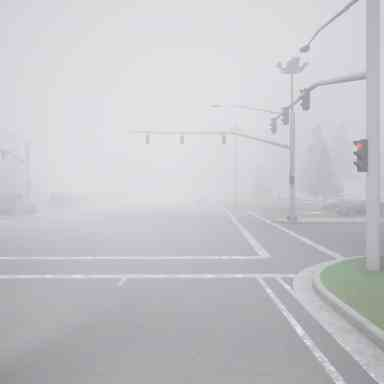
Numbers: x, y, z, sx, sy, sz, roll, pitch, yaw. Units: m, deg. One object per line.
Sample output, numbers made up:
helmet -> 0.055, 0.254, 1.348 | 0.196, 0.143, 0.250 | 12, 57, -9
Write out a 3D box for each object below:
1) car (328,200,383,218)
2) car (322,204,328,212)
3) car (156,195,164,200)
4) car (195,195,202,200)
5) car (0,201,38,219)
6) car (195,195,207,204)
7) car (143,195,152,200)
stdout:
car -> 15.049, 1.492, 29.183 | 4.902, 1.511, 2.128 | 0, 0, -1
car -> 16.429, 1.564, 36.202 | 4.181, 1.385, 1.994 | 0, 0, -1
car -> -8.686, 1.595, 91.675 | 1.895, 1.301, 4.718 | 0, 0, 0
car -> 1.816, 1.595, 92.250 | 1.895, 1.301, 4.718 | 0, 0, 0
car -> -15.941, 1.491, 28.807 | 4.902, 1.511, 2.128 | 0, 0, -1
car -> 1.787, 1.525, 61.780 | 1.812, 1.442, 4.674 | 0, 0, 0
car -> -12.187, 1.478, 91.639 | 1.882, 1.535, 5.008 | 0, 0, 0
